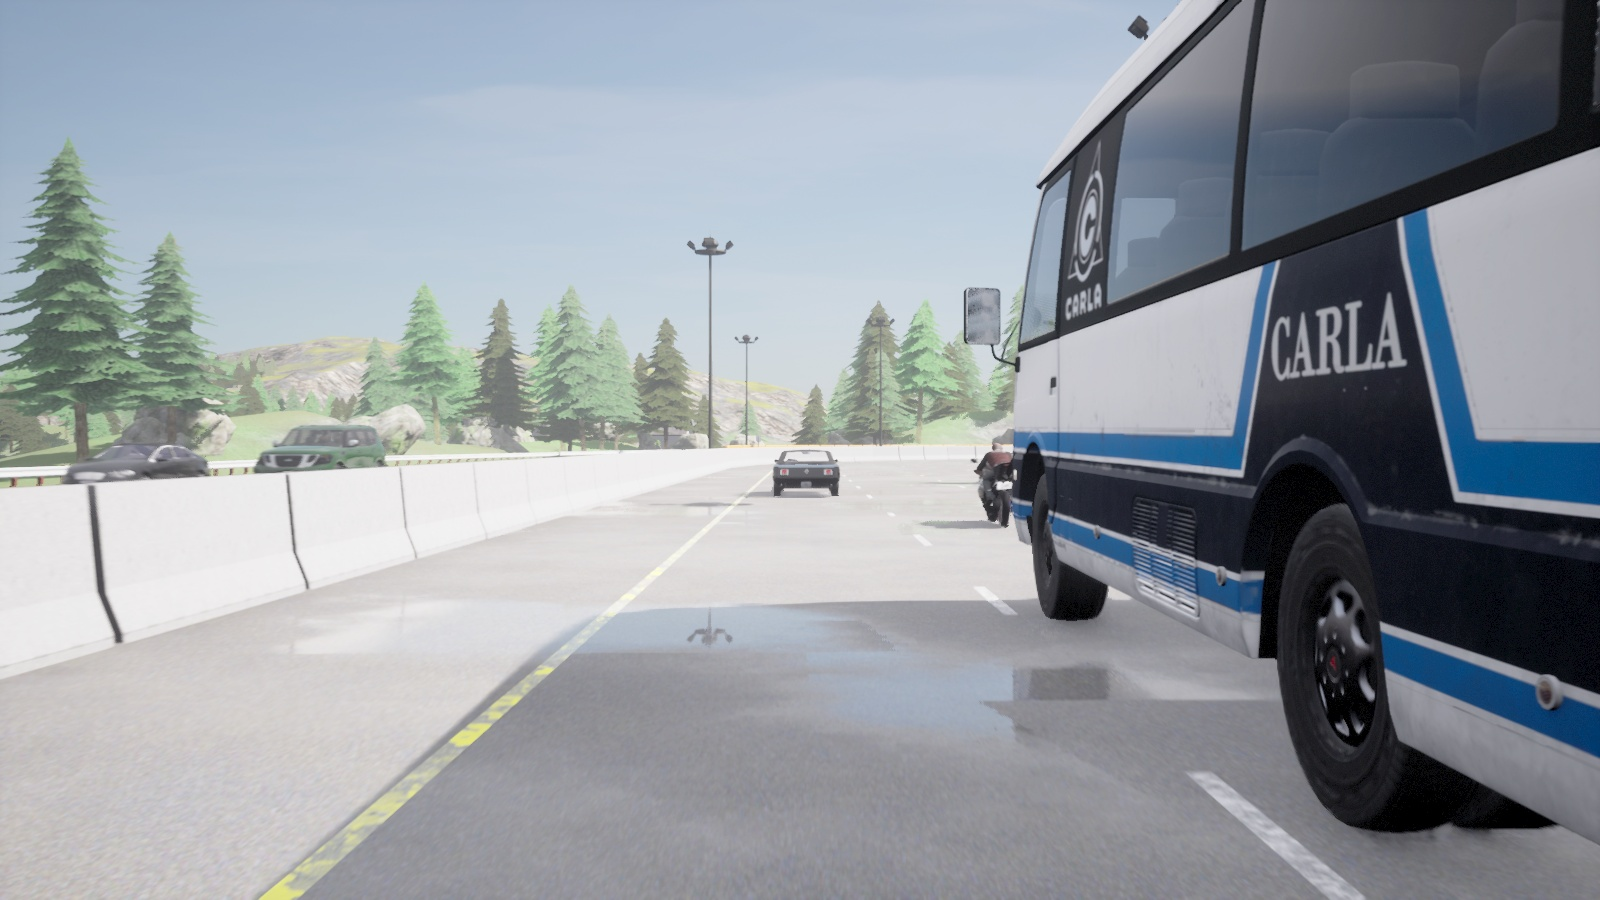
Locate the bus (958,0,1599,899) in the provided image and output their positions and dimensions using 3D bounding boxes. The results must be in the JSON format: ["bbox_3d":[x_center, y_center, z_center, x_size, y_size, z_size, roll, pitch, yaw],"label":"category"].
[{"bbox_3d":[3.563,-0.670,7.523,3.944,4.253,10.273,0,1,0],"label":"bus"}]

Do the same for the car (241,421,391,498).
[{"bbox_3d":[-13.820,0.245,36.280,2.150,2.045,5.566,0,0,0],"label":"car"}]

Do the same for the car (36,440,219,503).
[{"bbox_3d":[-17.333,0.500,32.689,2.128,1.511,4.902,0,0,0],"label":"car"}]

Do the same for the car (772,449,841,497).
[{"bbox_3d":[0.181,0.635,36.863,1.895,1.301,4.718,0,0,0],"label":"car"}]

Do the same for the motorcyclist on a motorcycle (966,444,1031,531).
[{"bbox_3d":[3.635,0.651,23.180,0.866,1.530,2.191,0,0,0],"label":"motorcyclist on a motorcycle"}]
